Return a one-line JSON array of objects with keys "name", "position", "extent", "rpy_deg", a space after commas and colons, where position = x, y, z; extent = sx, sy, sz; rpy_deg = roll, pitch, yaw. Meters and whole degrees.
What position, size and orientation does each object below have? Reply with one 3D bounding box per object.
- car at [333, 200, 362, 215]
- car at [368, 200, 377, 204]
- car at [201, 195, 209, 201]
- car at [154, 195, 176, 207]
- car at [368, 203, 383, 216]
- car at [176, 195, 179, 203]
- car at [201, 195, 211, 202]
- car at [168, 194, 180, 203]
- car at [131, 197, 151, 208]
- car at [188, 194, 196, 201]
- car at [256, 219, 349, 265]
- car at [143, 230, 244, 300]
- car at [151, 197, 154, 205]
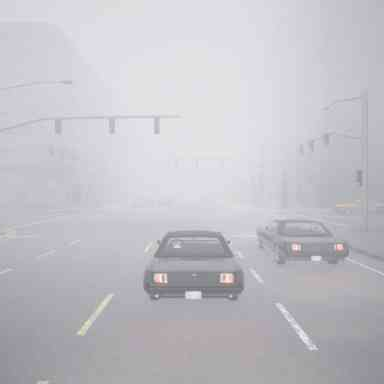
[{"name": "car", "position": [17.213, 1.533, 34.309], "extent": [5.008, 1.535, 1.882], "rpy_deg": [0, 0, 0]}, {"name": "car", "position": [19.275, 1.547, 30.806], "extent": [4.902, 1.511, 2.128], "rpy_deg": [0, 0, 0]}, {"name": "car", "position": [3.404, 1.553, 87.423], "extent": [1.994, 1.385, 4.181], "rpy_deg": [0, 0, 1]}, {"name": "car", "position": [-4.030, 1.547, 50.308], "extent": [2.033, 1.411, 5.357], "rpy_deg": [0, 0, 0]}, {"name": "car", "position": [3.594, 1.221, 1.943], "extent": [2.150, 2.045, 5.566], "rpy_deg": [0, 0, 0]}, {"name": "car", "position": [-3.942, 1.505, 60.152], "extent": [1.837, 1.490, 4.892], "rpy_deg": [0, 0, 1]}, {"name": "car", "position": [3.303, 1.595, 77.448], "extent": [1.895, 1.301, 4.718], "rpy_deg": [0, 0, 1]}, {"name": "car", "position": [-3.773, 1.355, 70.122], "extent": [2.097, 1.767, 4.553], "rpy_deg": [0, 0, 1]}, {"name": "car", "position": [-7.513, 1.505, 47.902], "extent": [1.837, 1.490, 4.892], "rpy_deg": [0, 0, 0]}, {"name": "car", "position": [-0.097, 1.355, 87.295], "extent": [2.097, 1.767, 4.553], "rpy_deg": [0, 0, 1]}, {"name": "car", "position": [3.550, 1.601, 11.695], "extent": [1.895, 1.301, 4.718], "rpy_deg": [0, 0, 0]}, {"name": "car", "position": [0.044, 1.601, 8.310], "extent": [1.895, 1.301, 4.718], "rpy_deg": [0, 0, 0]}, {"name": "car", "position": [-7.469, 1.548, 58.644], "extent": [2.033, 1.411, 5.357], "rpy_deg": [0, 0, 1]}]
